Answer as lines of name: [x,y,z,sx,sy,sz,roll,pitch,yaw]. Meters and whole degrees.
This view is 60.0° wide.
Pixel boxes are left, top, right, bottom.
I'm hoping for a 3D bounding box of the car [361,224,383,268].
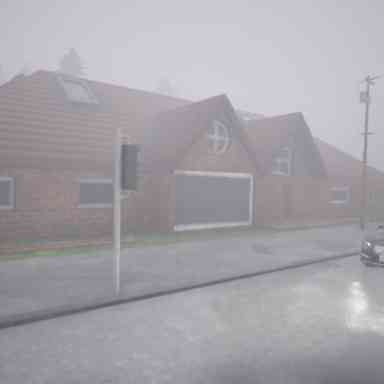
car: [6.739,1.382,9.520,4.902,1.511,2.128,0,2,-36]
